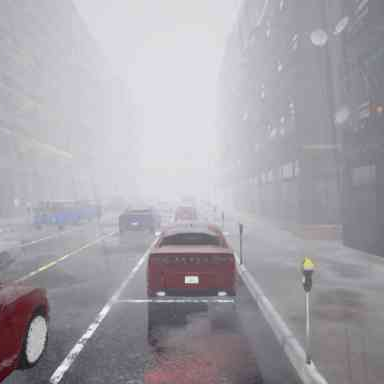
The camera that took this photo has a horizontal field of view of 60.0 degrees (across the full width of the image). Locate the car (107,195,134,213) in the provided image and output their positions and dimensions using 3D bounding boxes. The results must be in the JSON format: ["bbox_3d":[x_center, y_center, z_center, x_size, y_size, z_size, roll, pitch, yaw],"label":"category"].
[{"bbox_3d":[-8.314,1.365,37.346,2.192,1.841,5.009,1,0,0],"label":"car"}]

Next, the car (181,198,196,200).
[{"bbox_3d":[-0.438,1.582,31.754,1.887,1.381,4.507,1,0,0],"label":"car"}]

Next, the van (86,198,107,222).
[{"bbox_3d":[-8.313,1.368,26.285,1.690,1.788,3.998,1,0,0],"label":"van"}]

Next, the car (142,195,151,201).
[{"bbox_3d":[-8.321,1.660,53.938,1.947,1.339,4.313,1,0,0],"label":"car"}]

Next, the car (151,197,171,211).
[{"bbox_3d":[-3.022,1.573,36.354,1.812,1.442,4.674,0,0,0],"label":"car"}]

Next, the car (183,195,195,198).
[{"bbox_3d":[-0.429,1.490,37.286,1.967,1.590,4.097,1,0,0],"label":"car"}]

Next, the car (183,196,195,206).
[{"bbox_3d":[-0.473,1.553,59.411,1.967,1.590,4.097,1,0,0],"label":"car"}]

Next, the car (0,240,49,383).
[{"bbox_3d":[-2.920,1.479,2.675,1.882,1.535,5.008,0,0,0],"label":"car"}]

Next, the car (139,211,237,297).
[{"bbox_3d":[-0.006,1.482,8.653,1.882,1.535,5.008,0,0,0],"label":"car"}]

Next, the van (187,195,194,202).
[{"bbox_3d":[-0.474,1.575,87.068,1.690,1.788,3.998,1,0,0],"label":"van"}]

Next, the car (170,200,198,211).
[{"bbox_3d":[-0.438,1.572,26.224,1.887,1.381,4.507,1,0,0],"label":"car"}]

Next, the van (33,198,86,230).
[{"bbox_3d":[-8.312,1.359,20.753,1.690,1.788,3.998,2,0,0],"label":"van"}]

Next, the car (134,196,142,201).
[{"bbox_3d":[-8.314,1.379,42.876,2.192,1.841,5.009,1,0,0],"label":"car"}]

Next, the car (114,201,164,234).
[{"bbox_3d":[-2.921,1.493,19.414,1.882,1.535,5.008,0,0,0],"label":"car"}]

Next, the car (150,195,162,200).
[{"bbox_3d":[-8.317,1.471,70.528,2.192,1.841,5.009,1,0,0],"label":"car"}]

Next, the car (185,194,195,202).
[{"bbox_3d":[-0.472,1.521,81.536,2.192,1.841,5.009,1,0,0],"label":"car"}]
